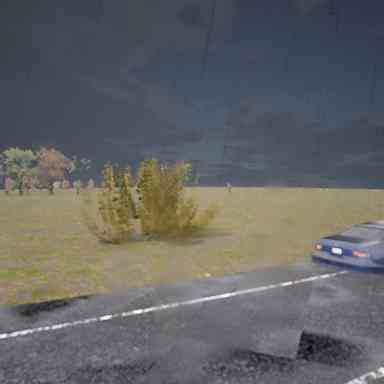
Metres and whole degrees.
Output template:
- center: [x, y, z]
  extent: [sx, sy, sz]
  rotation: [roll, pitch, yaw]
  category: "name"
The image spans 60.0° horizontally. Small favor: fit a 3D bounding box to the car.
- center: [5.949, 1.560, 9.698]
  extent: [5.357, 1.411, 2.033]
  rotation: [0, 0, -27]
  category: "car"
